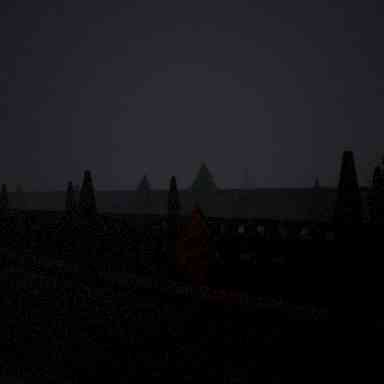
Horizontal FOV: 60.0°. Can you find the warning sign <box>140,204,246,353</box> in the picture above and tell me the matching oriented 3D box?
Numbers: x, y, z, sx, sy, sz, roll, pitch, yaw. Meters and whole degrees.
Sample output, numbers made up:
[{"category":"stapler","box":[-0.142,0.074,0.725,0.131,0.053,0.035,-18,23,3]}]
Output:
[{"category":"warning sign","box":[0.052,1.142,5.121,1.060,1.860,1.300,-1,0,35]}]
